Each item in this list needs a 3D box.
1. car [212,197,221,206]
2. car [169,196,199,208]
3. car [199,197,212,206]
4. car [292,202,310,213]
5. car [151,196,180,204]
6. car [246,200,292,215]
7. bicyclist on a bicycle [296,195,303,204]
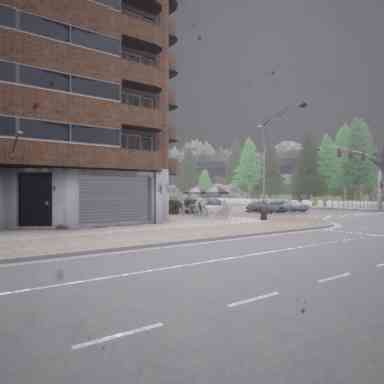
[{"bbox_3d":[2.515,1.508,51.356,1.994,1.385,4.181,0,0,-44],"label":"car"},{"bbox_3d":[-1.808,1.295,45.340,2.097,1.767,4.553,0,0,-44],"label":"car"},{"bbox_3d":[0.025,1.436,48.471,4.902,1.511,2.128,0,0,45],"label":"car"},{"bbox_3d":[10.137,1.545,35.684,1.895,1.301,4.718,0,0,-36],"label":"car"},{"bbox_3d":[-4.863,1.436,60.729,4.902,1.511,2.128,0,0,26],"label":"car"},{"bbox_3d":[7.439,1.509,33.428,1.994,1.385,4.181,0,0,-36],"label":"car"},{"bbox_3d":[15.323,1.245,47.313,1.656,1.620,0.582,0,0,-36],"label":"bicyclist on a bicycle"}]
